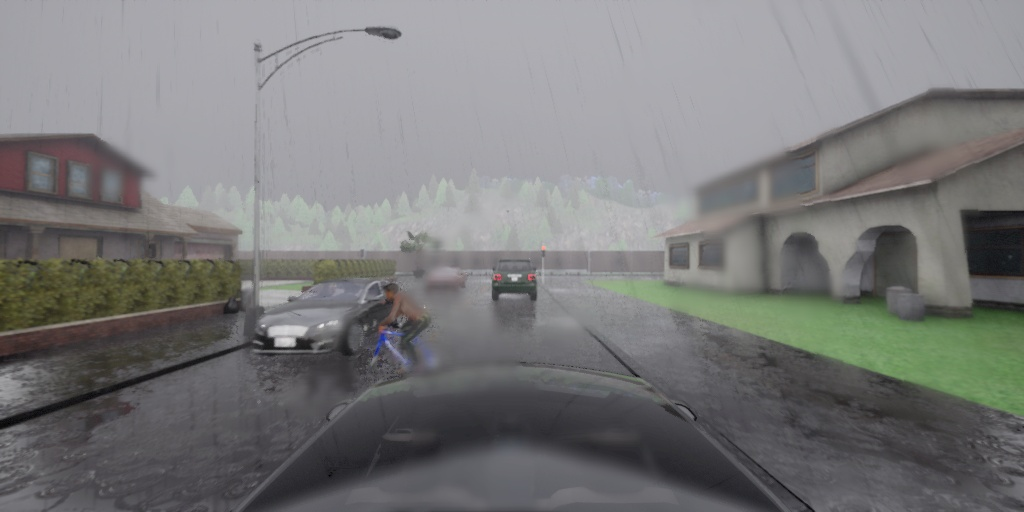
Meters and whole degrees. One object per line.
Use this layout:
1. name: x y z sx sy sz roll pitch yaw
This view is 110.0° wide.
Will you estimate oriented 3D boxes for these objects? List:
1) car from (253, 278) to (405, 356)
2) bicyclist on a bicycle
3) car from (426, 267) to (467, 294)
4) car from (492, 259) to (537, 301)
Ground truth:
1. car: -4.080 1.318 8.920 2.128 1.511 4.902 0 -1 0
2. bicyclist on a bicycle: -1.725 1.243 5.643 1.656 1.620 0.582 -2 -1 0
3. car: -3.963 1.445 22.371 1.882 1.535 5.008 0 -1 0
4. car: 0.128 1.152 18.800 2.150 2.045 5.566 0 0 0
